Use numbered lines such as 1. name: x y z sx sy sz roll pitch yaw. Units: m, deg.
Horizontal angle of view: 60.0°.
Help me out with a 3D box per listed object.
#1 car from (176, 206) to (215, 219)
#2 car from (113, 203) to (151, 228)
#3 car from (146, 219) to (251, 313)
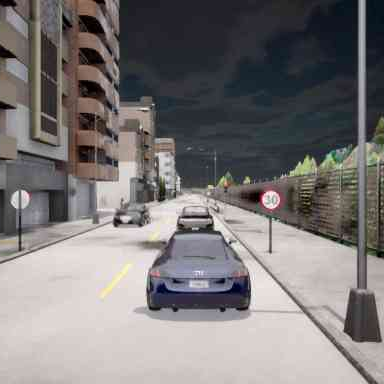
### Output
1. car: 0.184 1.491 17.690 2.128 1.511 4.902 0 0 1
2. car: -3.942 1.493 22.336 2.128 1.511 4.902 0 0 1
3. car: 0.130 1.564 7.775 1.994 1.385 4.181 0 0 0
